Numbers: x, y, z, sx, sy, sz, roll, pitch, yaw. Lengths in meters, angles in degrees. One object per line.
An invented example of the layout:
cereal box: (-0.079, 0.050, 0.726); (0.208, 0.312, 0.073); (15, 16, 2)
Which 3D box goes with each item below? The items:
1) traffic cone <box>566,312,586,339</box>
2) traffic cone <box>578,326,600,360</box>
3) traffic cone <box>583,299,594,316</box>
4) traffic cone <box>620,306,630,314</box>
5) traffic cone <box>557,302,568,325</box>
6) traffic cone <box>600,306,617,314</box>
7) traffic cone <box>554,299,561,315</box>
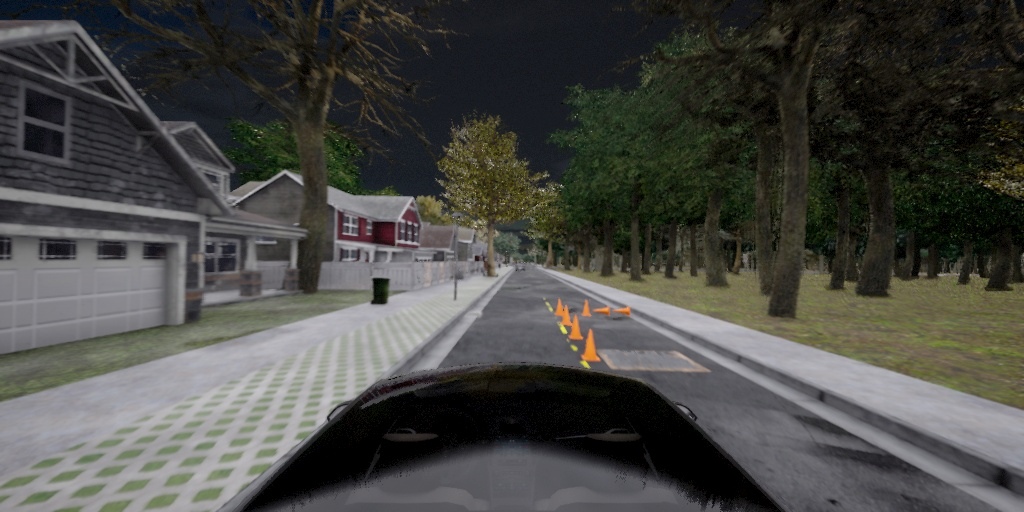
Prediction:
traffic cone: (1.666, 1.841, 9.419); (0.340, 0.580, 0.340); (0, 0, 1)
traffic cone: (1.615, 1.815, 7.419); (0.340, 0.580, 0.340); (0, 0, 1)
traffic cone: (2.765, 1.918, 13.392); (0.340, 0.580, 0.340); (0, 0, 1)
traffic cone: (4.376, 1.784, 13.466); (0.340, 0.580, 0.340); (0, 0, 5)
traffic cone: (1.716, 1.868, 11.419); (0.340, 0.580, 0.340); (0, 0, 1)
traffic cone: (3.594, 1.764, 13.373); (0.340, 0.580, 0.340); (0, 0, 1)
traffic cone: (1.766, 1.895, 13.418); (0.340, 0.580, 0.340); (0, 0, 1)
